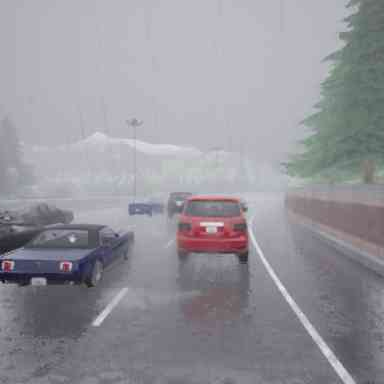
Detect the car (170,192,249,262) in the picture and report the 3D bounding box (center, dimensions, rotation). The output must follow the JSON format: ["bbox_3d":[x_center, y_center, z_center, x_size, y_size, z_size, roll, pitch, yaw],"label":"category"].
[{"bbox_3d":[0.809,1.113,11.833,2.150,2.045,5.566,0,1,6],"label":"car"}]

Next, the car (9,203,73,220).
[{"bbox_3d":[-8.864,1.353,19.148,2.033,1.411,5.357,0,1,8],"label":"car"}]

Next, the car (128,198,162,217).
[{"bbox_3d":[-3.693,1.212,27.881,1.882,1.535,5.008,0,1,12],"label":"car"}]

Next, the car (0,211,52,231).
[{"bbox_3d":[-6.380,1.495,10.012,1.895,1.301,4.718,0,1,4],"label":"car"}]

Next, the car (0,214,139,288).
[{"bbox_3d":[-2.950,1.511,8.982,1.895,1.301,4.718,0,1,4],"label":"car"}]

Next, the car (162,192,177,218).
[{"bbox_3d":[-0.381,0.973,26.749,2.150,2.045,5.566,0,1,12],"label":"car"}]

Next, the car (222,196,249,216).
[{"bbox_3d":[3.986,1.207,30.024,1.882,1.535,5.008,0,1,14],"label":"car"}]
